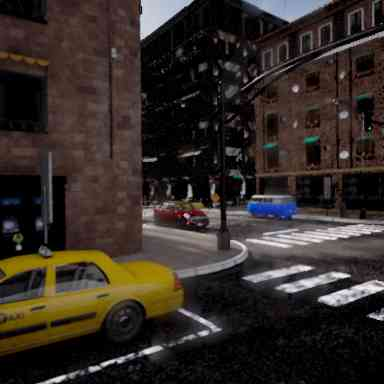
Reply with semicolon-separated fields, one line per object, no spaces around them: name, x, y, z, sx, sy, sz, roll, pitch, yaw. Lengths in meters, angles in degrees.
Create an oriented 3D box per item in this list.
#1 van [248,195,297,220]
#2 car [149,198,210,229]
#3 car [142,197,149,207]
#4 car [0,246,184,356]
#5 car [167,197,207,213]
van;6.106;1.152;25.737;1.690;1.788;3.998;-1;1;-36
car;-0.692;1.366;20.839;1.967;1.590;4.097;-1;1;-36
car;-7.174;1.336;44.081;1.887;1.381;4.507;-1;1;-36
car;-2.417;1.520;4.842;4.829;1.417;1.752;0;0;-35
car;-0.634;1.322;35.048;1.752;1.417;4.829;-1;1;-36
